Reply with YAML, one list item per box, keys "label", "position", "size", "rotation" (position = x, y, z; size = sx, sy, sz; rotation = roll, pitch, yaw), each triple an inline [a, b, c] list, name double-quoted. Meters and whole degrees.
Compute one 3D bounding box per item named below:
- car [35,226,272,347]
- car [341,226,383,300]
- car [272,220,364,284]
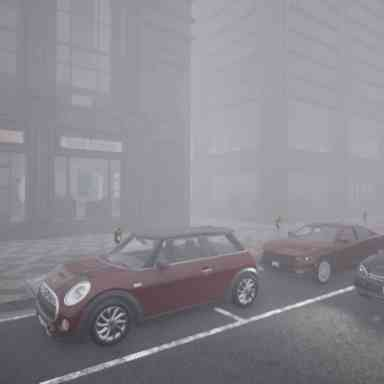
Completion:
- label: "car"
  position: [-0.686, 1.436, 6.263]
  size: [4.097, 1.590, 1.967]
  rotation: [0, 1, -35]
- label: "car"
  position: [5.448, 1.513, 7.260]
  size: [4.674, 1.442, 1.812]
  rotation: [0, 0, -36]
- label: "car"
  position: [3.893, 1.532, 9.529]
  size: [4.507, 1.381, 1.887]
  rotation: [0, 1, -35]
